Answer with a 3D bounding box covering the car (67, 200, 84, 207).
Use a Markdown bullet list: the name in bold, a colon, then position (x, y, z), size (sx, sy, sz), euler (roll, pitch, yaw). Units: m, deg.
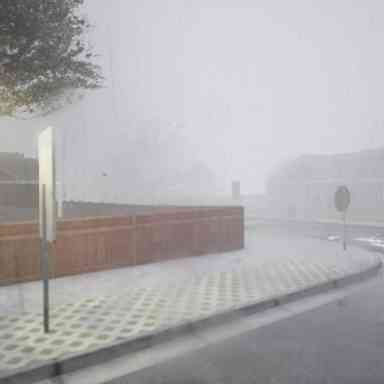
- **car**: position (-16.584, 1.776, 48.300), size (1.895, 1.301, 4.718), euler (-1, 0, -35)
